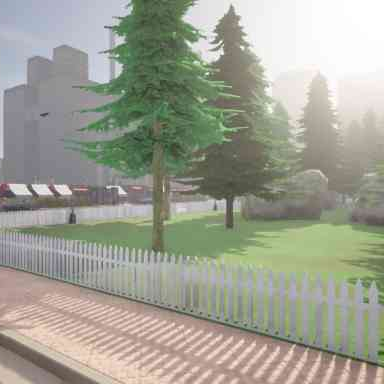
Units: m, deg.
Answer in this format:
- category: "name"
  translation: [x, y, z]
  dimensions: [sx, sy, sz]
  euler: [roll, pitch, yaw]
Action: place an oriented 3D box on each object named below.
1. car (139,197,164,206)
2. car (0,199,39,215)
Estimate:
- category: "car"
  translation: [-6.257, 1.477, 52.841]
  dimensions: [1.882, 1.535, 5.008]
  euler: [0, 0, 34]
- category: "car"
  translation: [-18.529, 1.491, 34.721]
  dimensions: [2.128, 1.511, 4.902]
  euler: [0, 0, 34]
